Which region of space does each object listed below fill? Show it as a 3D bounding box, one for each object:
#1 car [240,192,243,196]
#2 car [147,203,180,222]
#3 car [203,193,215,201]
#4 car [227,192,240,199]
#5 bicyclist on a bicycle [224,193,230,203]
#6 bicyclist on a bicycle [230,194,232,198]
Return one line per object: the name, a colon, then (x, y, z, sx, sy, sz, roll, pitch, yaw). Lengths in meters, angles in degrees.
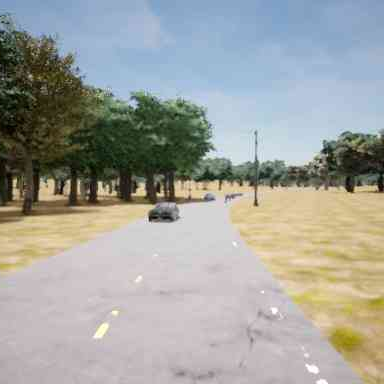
car: (13.333, 0.535, 94.527, 1.895, 1.301, 4.718, 1, 1, 16)
car: (-2.077, 1.510, 25.346, 1.895, 1.301, 4.718, 0, 0, 4)
car: (3.492, 0.985, 66.100, 1.882, 1.535, 5.008, 1, 1, 11)
car: (9.454, 0.796, 79.584, 2.128, 1.511, 4.902, 1, 1, 14)
bicyclist on a bicycle: (5.875, 1.089, 57.738, 0.582, 1.620, 1.656, 1, 1, 10)
bicyclist on a bicycle: (7.491, 0.969, 66.403, 0.866, 1.612, 1.509, 1, 1, 11)
